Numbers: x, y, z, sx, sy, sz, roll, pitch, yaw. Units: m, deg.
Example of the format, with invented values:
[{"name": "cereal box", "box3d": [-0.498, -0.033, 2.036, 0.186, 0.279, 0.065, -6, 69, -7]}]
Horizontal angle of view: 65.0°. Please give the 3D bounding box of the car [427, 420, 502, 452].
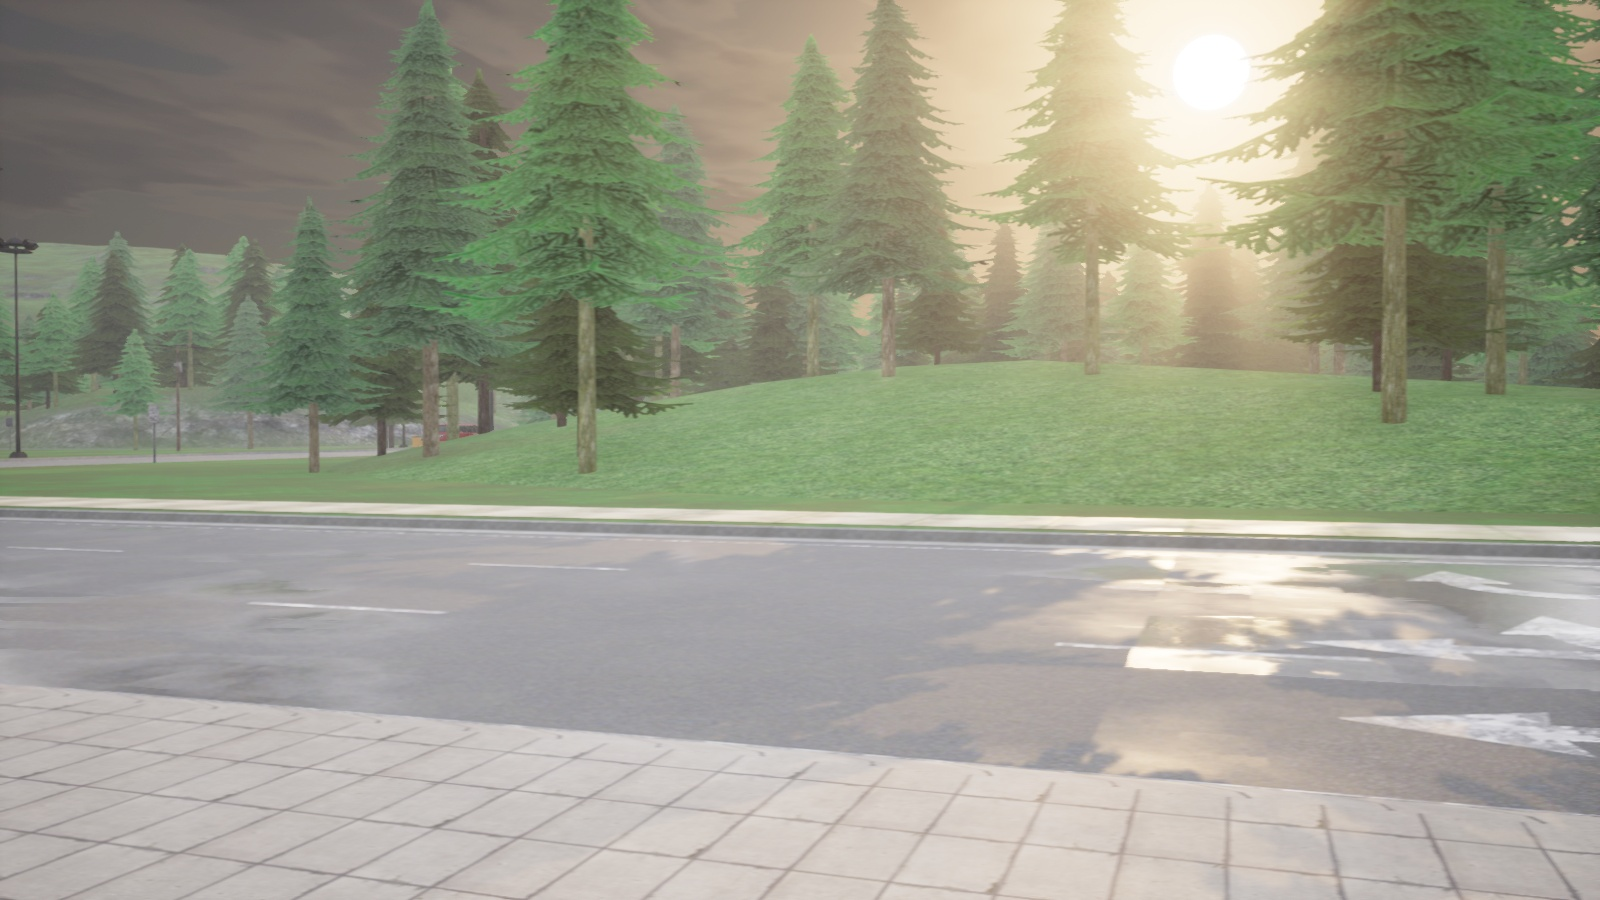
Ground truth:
[{"name": "car", "box3d": [-22.820, -0.964, 85.622, 2.150, 2.045, 5.566, 1, 1, 19]}]
